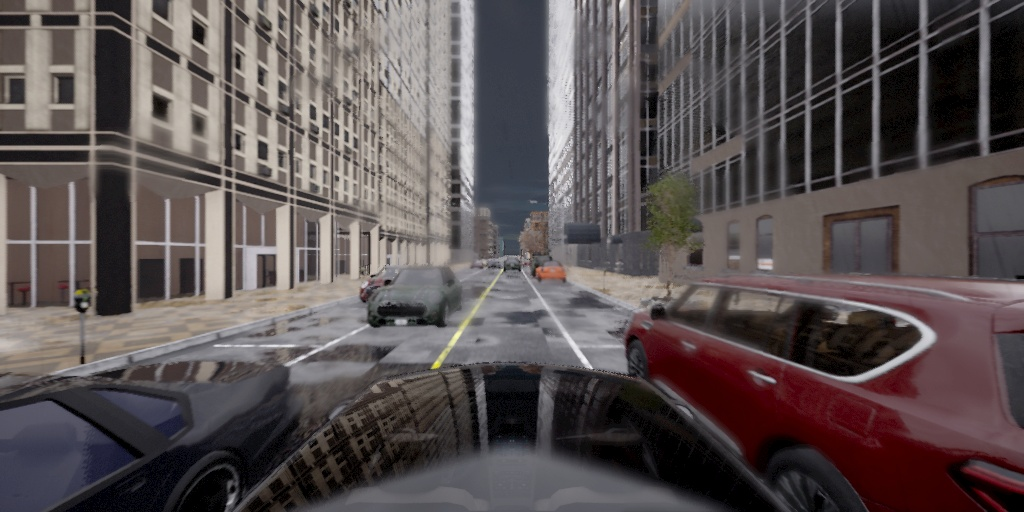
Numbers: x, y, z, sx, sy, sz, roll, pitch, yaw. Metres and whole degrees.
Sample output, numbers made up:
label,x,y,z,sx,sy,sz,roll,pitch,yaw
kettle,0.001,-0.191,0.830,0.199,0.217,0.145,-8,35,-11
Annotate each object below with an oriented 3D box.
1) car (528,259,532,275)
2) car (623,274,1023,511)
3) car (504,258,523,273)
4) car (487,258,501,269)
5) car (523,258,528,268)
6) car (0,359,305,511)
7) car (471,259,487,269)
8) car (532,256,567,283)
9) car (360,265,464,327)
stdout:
label,x,y,z,sx,sy,sz,roll,pitch,yaw
car,3.000,0.982,35.389,2.150,2.045,5.566,0,0,0
car,2.693,1.067,3.447,2.192,1.841,5.009,0,0,0
car,0.027,1.081,45.010,2.097,1.767,4.553,0,0,0
car,-2.778,1.312,56.056,1.994,1.385,4.181,0,0,1
car,2.599,1.191,60.377,1.967,1.591,4.097,0,0,0
car,-2.854,1.296,0.994,2.033,1.411,5.357,0,0,0
car,-5.284,1.330,54.835,1.802,1.307,4.207,0,0,0
car,3.003,1.107,28.329,2.097,1.767,4.553,0,0,0
car,-2.837,1.102,11.431,2.097,1.767,4.553,0,0,0
